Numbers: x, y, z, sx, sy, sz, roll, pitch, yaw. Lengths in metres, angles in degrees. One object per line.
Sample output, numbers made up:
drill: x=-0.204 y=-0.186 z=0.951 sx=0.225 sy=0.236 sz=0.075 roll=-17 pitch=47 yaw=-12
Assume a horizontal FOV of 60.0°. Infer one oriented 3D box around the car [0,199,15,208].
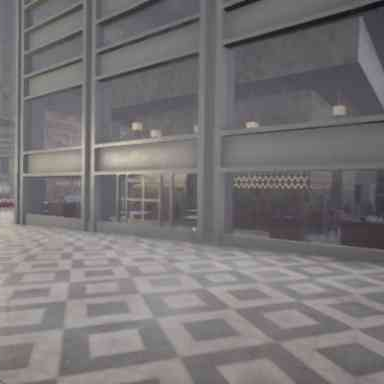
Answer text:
car: x=-26.065 y=1.593 z=46.734 sx=1.887 sy=1.381 sz=4.507 roll=1 pitch=0 yaw=35
